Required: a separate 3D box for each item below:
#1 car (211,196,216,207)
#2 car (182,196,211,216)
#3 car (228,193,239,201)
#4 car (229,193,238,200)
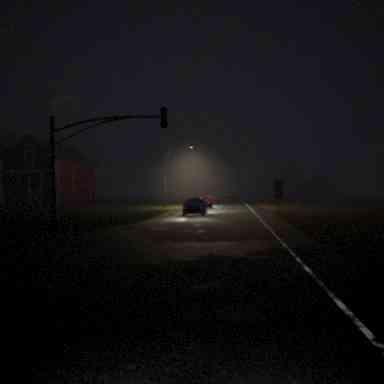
[{"bbox_3d":[1.520,1.205,40.026,1.812,1.442,4.674,-1,0,8],"label":"car"},{"bbox_3d":[0.335,1.248,30.234,1.882,1.535,5.008,-1,0,7],"label":"car"},{"bbox_3d":[7.687,0.906,61.365,1.882,1.535,5.008,-1,0,7],"label":"car"},{"bbox_3d":[8.842,0.882,70.983,1.994,1.385,4.181,-1,1,7],"label":"car"}]
